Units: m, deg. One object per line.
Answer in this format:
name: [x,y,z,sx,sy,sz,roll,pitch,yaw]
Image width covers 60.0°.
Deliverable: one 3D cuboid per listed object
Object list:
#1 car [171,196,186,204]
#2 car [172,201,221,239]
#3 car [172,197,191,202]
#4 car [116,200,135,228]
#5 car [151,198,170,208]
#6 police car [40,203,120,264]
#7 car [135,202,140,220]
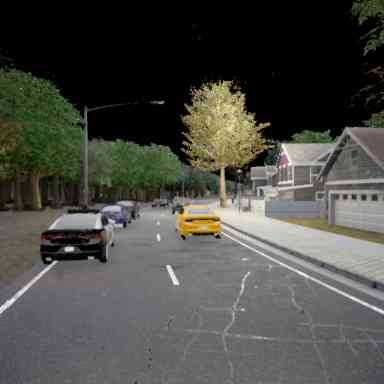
car: [-2.440,1.528,62.048,1.994,1.385,4.181,0,0,10]
car: [0.198,1.453,17.336,1.882,1.535,5.008,0,0,-8]
car: [-0.866,1.301,34.430,2.097,1.767,4.553,0,0,0]
car: [-5.037,1.495,21.727,1.812,1.442,4.674,0,0,-5]
car: [-4.280,1.533,46.287,1.895,1.301,4.718,0,0,5]
police car: [-3.859,1.409,11.954,1.930,1.638,5.238,0,0,-9]
car: [-5.448,1.439,27.685,1.882,1.535,5.008,0,0,-3]
